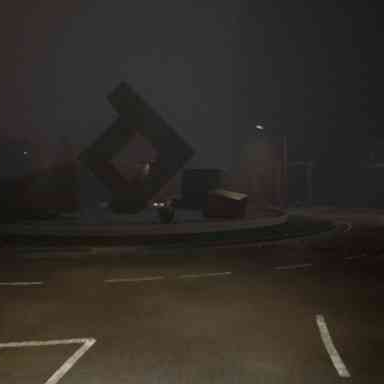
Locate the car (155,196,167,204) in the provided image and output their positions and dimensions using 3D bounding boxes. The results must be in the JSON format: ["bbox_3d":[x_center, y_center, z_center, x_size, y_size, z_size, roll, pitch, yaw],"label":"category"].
[{"bbox_3d":[-7.351,1.963,76.602,1.895,1.301,4.718,0,0,-1],"label":"car"}]

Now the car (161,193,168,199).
[{"bbox_3d":[-7.701,1.284,92.419,2.150,2.045,5.566,0,0,-1],"label":"car"}]
